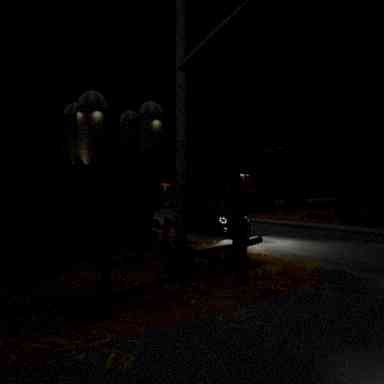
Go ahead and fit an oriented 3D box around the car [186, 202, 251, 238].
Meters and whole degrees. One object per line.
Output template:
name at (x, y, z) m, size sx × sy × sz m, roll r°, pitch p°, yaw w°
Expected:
car at (1.049, 1.352, 17.873) m, size 2.097 × 1.767 × 4.553 m, roll 0°, pitch 0°, yaw -35°
